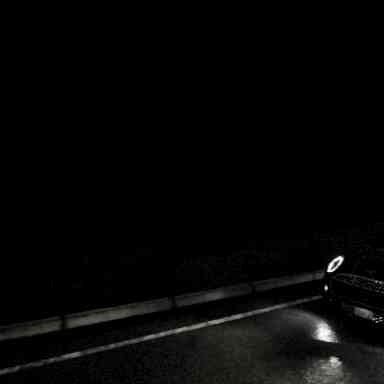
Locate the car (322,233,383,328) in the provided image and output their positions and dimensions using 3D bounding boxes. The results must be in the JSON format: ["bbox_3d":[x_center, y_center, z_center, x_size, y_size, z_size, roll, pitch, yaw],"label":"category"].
[{"bbox_3d":[4.677,1.361,6.463,4.553,1.767,2.097,0,0,-31],"label":"car"}]
